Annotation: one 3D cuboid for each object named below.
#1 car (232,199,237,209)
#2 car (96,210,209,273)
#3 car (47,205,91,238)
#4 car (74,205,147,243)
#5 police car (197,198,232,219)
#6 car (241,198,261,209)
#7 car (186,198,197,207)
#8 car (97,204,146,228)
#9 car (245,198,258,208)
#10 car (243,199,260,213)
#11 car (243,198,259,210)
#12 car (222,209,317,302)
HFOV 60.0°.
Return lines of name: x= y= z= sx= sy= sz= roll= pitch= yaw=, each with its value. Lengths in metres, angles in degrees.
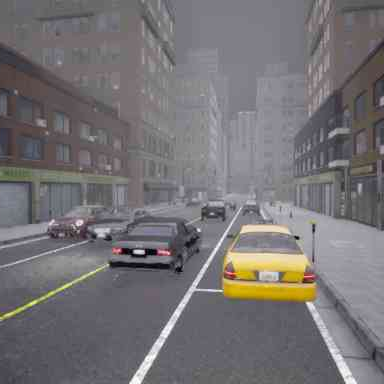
car: x=4.719 y=1.578 z=42.358 sx=1.895 sy=1.301 sz=4.718 roll=0 pitch=0 yaw=10
car: x=-0.875 y=1.544 z=10.762 sx=2.033 sy=1.411 sz=5.357 roll=0 pitch=0 yaw=10
car: x=-5.612 y=1.436 z=17.146 sx=1.967 sy=1.590 sz=4.097 roll=-1 pitch=0 yaw=10
car: x=-3.232 y=1.487 z=15.812 sx=2.128 sy=1.511 sz=4.902 roll=0 pitch=0 yaw=10
police car: x=1.954 y=1.415 z=27.313 sx=1.930 sy=1.638 sz=5.238 roll=0 pitch=0 yaw=10
car: x=5.722 y=1.537 z=32.158 sx=2.008 sy=1.369 sz=4.403 roll=-1 pitch=0 yaw=10
car: x=0.233 y=1.516 z=50.147 sx=1.887 sy=1.381 sz=4.507 roll=-1 pitch=0 yaw=10
car: x=-4.637 y=1.575 z=22.647 sx=1.802 sy=1.307 sz=4.206 roll=-1 pitch=0 yaw=10
car: x=8.648 y=1.553 z=48.658 sx=1.802 sy=1.307 sz=4.206 roll=-1 pitch=0 yaw=10
car: x=6.727 y=1.506 z=37.825 sx=1.752 sy=1.417 sz=4.829 roll=-1 pitch=0 yaw=10
car: x=7.673 y=1.542 z=43.158 sx=1.947 sy=1.339 sz=4.313 roll=-1 pitch=0 yaw=10
car: x=1.800 y=1.455 z=8.380 sx=1.801 sy=1.575 sz=5.366 roll=0 pitch=0 yaw=10
